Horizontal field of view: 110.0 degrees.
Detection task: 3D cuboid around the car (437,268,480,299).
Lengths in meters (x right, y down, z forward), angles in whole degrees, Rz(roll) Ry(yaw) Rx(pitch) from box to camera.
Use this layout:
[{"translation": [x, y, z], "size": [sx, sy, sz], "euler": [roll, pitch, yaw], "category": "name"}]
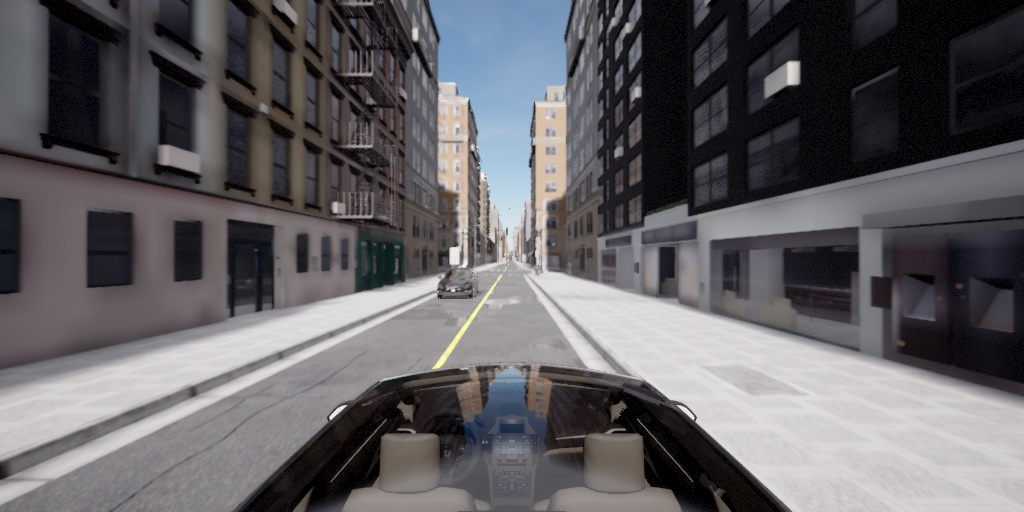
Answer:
[{"translation": [-2.843, 1.441, 19.701], "size": [1.837, 1.490, 4.892], "euler": [0, -1, 0], "category": "car"}]
